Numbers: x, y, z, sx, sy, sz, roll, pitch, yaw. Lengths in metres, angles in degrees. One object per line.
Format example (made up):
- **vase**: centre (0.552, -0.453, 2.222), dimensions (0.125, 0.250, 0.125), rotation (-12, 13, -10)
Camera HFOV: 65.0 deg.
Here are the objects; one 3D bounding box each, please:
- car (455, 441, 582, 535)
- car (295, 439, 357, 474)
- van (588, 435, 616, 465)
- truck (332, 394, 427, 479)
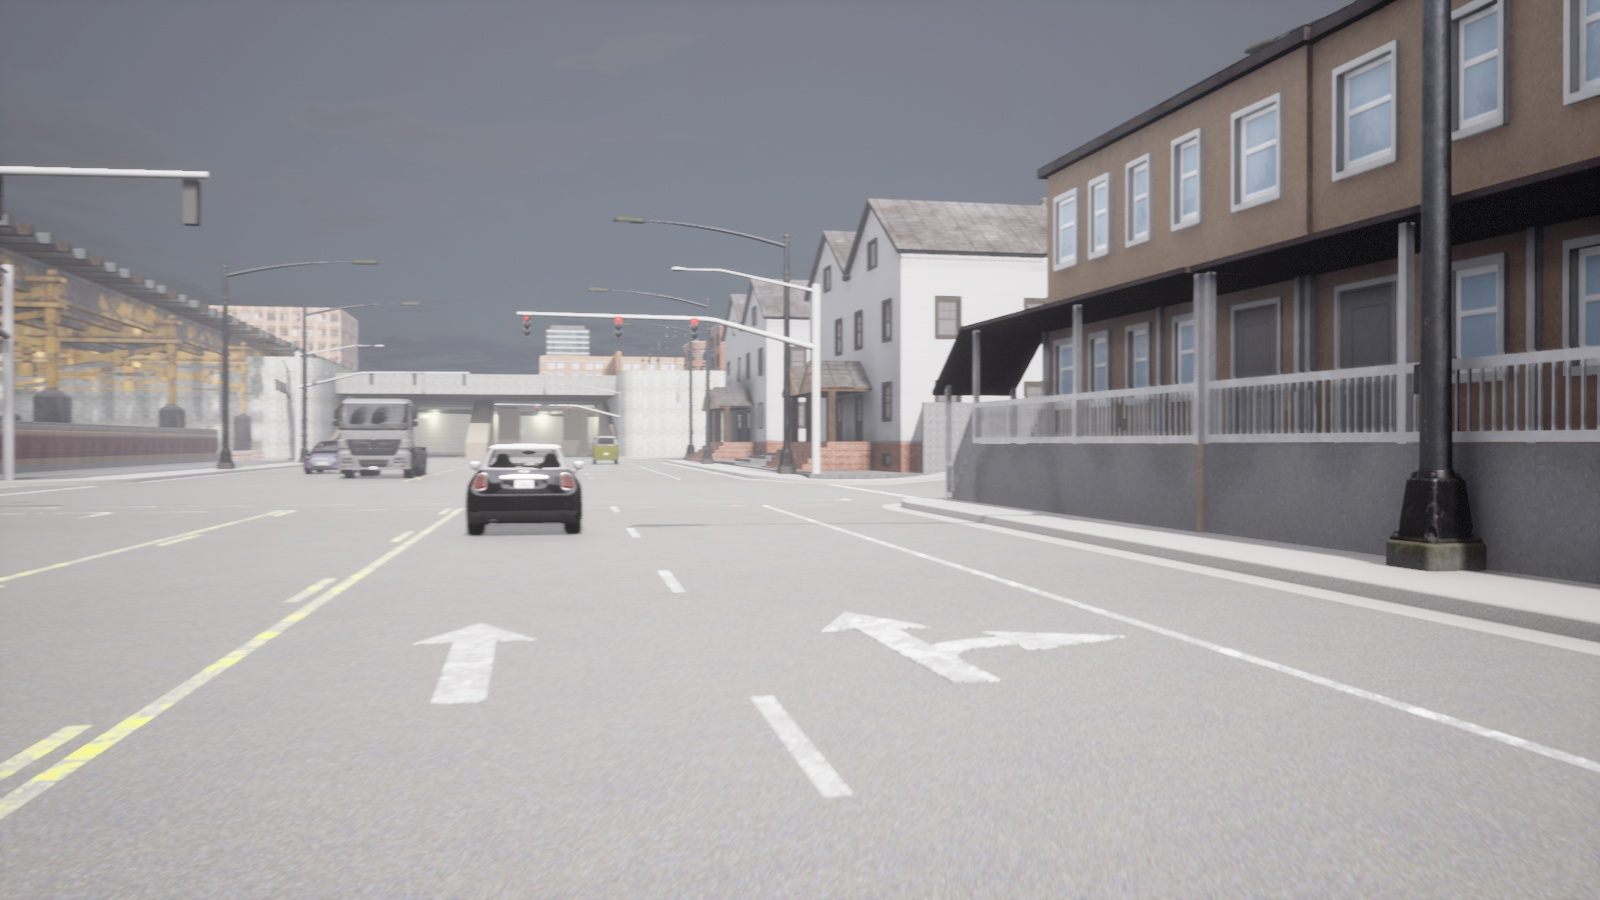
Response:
- **car**: centre (-4.800, 0.579, 21.713), dimensions (1.970, 1.475, 3.806), rotation (0, 0, -11)
- **car**: centre (-23.047, 0.291, 61.206), dimensions (2.033, 1.649, 4.856), rotation (0, 0, -11)
- **van**: centre (-13.758, -0.027, 87.158), dimensions (1.775, 1.987, 4.442), rotation (0, 0, -11)
- **truck**: centre (-18.320, -0.580, 55.145), dimensions (2.891, 3.462, 7.936), rotation (0, 0, -11)
